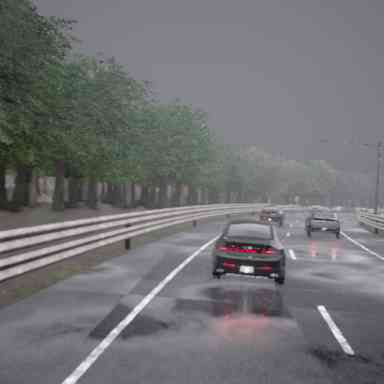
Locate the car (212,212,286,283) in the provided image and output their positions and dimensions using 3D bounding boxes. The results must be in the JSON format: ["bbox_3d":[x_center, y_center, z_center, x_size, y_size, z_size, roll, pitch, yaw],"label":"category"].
[{"bbox_3d":[1.761,1.582,10.117,1.837,1.490,4.892,3,0,11],"label":"car"}]

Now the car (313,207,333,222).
[{"bbox_3d":[15.578,2.578,39.433,1.837,1.490,4.892,3,-1,26],"label":"car"}]

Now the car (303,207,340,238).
[{"bbox_3d":[8.224,1.951,21.179,2.128,1.511,4.902,3,0,17],"label":"car"}]

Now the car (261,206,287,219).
[{"bbox_3d":[6.798,1.935,27.882,1.837,1.490,4.892,3,-1,19],"label":"car"}]
